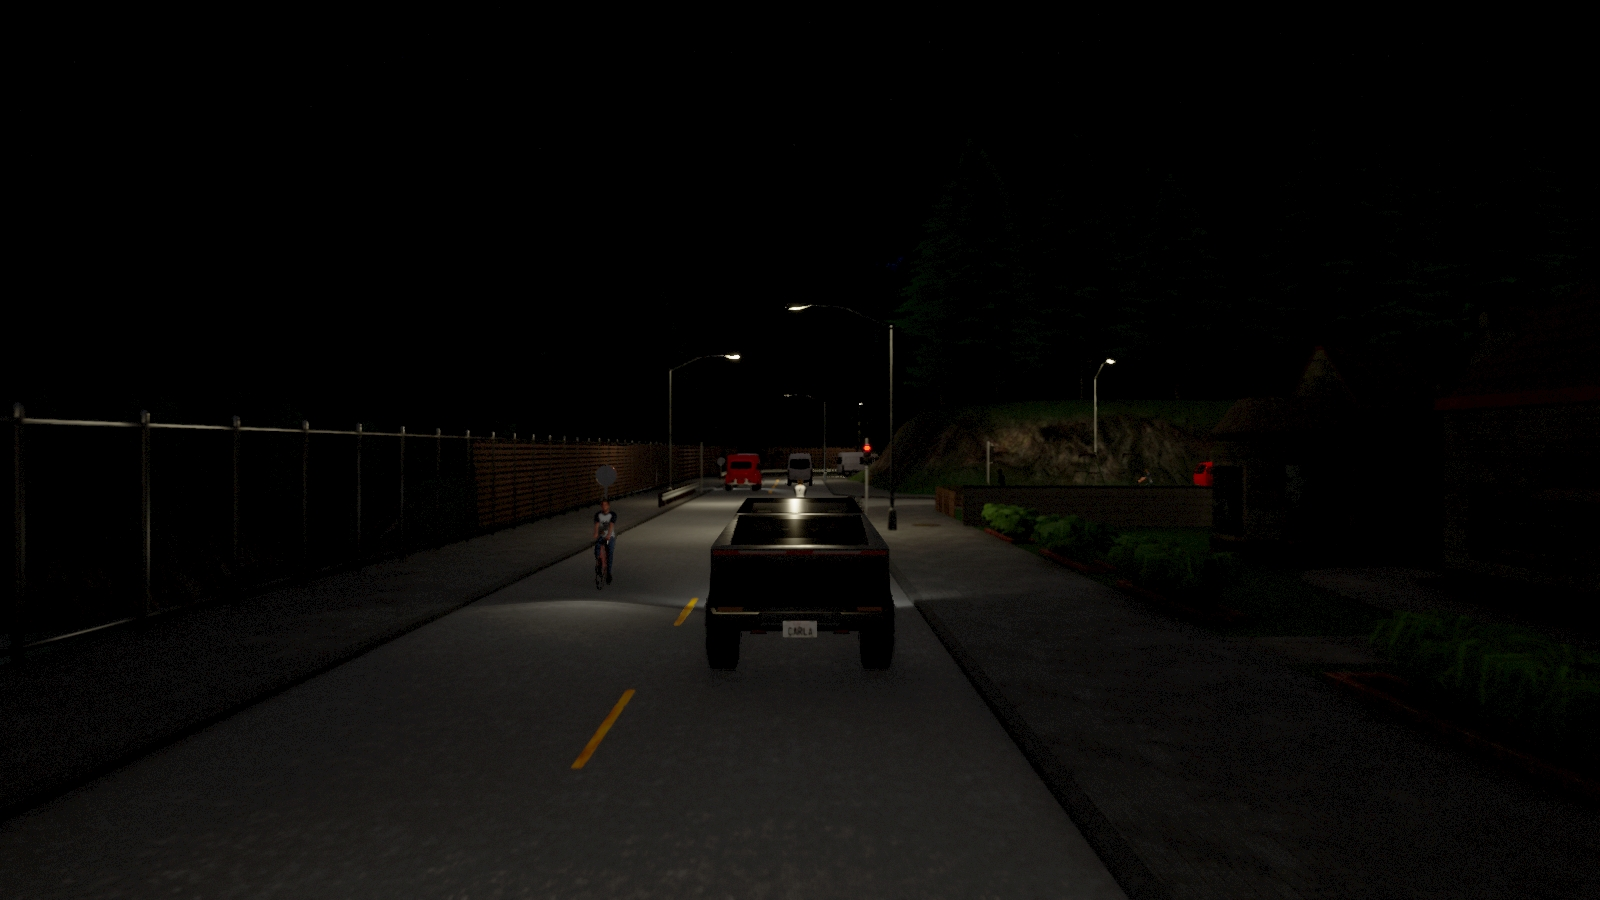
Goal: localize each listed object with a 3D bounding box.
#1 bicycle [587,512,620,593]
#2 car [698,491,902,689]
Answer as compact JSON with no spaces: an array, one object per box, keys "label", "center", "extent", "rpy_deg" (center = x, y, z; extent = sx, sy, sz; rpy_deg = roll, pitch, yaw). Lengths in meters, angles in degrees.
[{"label":"bicycle","center":[-3.994,2.056,23.302],"extent":[0.373,1.496,1.643],"rpy_deg":[0,0,0]},{"label":"car","center":[-0.001,1.753,16.529],"extent":[2.390,2.098,6.274],"rpy_deg":[0,0,0]}]
